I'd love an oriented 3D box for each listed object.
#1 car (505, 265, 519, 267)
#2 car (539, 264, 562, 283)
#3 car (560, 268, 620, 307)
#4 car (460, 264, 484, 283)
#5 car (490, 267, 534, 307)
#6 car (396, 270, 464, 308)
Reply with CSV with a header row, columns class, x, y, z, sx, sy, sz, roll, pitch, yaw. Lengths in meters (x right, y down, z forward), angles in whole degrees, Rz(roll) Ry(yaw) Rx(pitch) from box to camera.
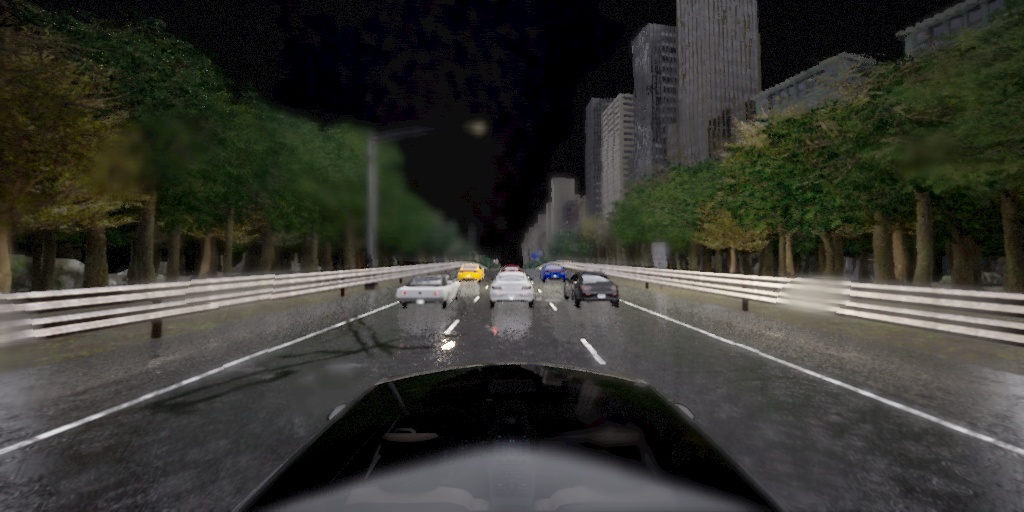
class,x,y,z,sx,sy,sz,roll,pitch,yaw
car,-0.020,1.503,31.255,1.812,1.442,4.674,0,0,0
car,3.482,1.455,31.364,1.882,1.535,5.008,0,0,0
car,3.491,1.412,16.241,1.812,1.442,4.674,0,0,0
car,-3.519,1.455,31.343,1.882,1.535,5.008,0,0,0
car,-0.008,1.412,16.245,1.812,1.442,4.674,0,0,0
car,-3.510,1.485,15.990,1.895,1.301,4.718,0,0,0
